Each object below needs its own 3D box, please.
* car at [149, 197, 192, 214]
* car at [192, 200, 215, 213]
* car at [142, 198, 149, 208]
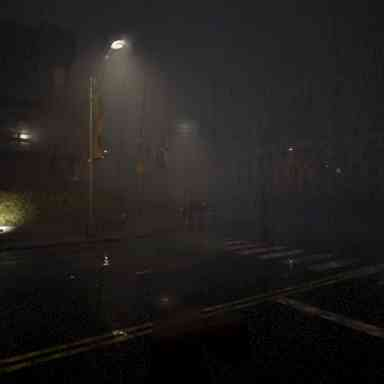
[{"bbox_3d":[-2.373,1.525,35.002,1.812,1.442,4.674,0,0,-35],"label":"car"},{"bbox_3d":[0.711,1.564,36.697,1.994,1.385,4.181,0,0,-35],"label":"car"},{"bbox_3d":[-5.089,1.491,45.125,2.128,1.511,4.902,0,0,-34],"label":"car"}]
